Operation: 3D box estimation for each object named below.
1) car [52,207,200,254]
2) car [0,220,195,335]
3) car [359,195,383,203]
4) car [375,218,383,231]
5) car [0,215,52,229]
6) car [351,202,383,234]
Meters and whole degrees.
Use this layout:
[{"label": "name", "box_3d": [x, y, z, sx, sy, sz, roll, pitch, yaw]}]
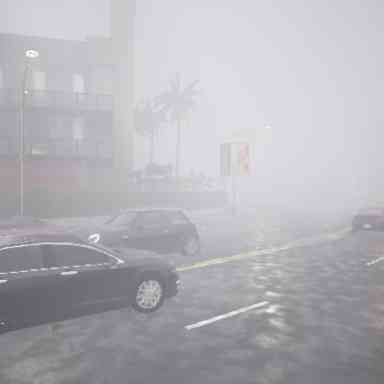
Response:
[{"label": "car", "box_3d": [-1.910, 1.343, 11.183, 4.553, 1.767, 2.097, 0, 0, -41]}, {"label": "car", "box_3d": [-2.507, 1.500, 5.974, 4.892, 1.490, 1.837, 0, 0, -36]}, {"label": "car", "box_3d": [22.156, 1.462, 40.275, 1.882, 1.535, 5.008, 0, 0, 6]}, {"label": "car", "box_3d": [7.292, 1.523, 9.877, 4.674, 1.442, 1.812, 0, 0, -44]}, {"label": "car", "box_3d": [-6.644, 1.552, 11.857, 4.181, 1.385, 1.994, 0, 0, -38]}, {"label": "car", "box_3d": [10.101, 1.519, 18.312, 1.812, 1.442, 4.674, 0, 0, 38]}]
